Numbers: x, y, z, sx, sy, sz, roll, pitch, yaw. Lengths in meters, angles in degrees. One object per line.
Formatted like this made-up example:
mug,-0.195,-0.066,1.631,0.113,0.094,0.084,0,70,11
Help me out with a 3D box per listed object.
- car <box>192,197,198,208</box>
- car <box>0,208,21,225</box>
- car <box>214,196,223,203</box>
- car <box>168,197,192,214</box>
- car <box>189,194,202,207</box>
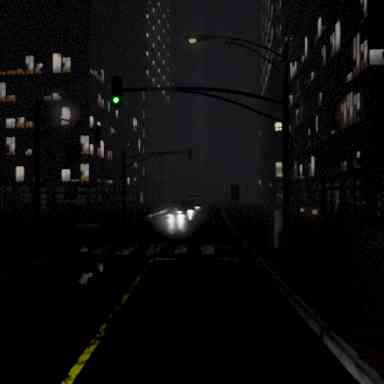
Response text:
car,-0.725,1.793,47.605,1.895,1.301,4.718,0,0,6
car,-16.550,1.990,27.778,4.403,1.369,2.008,-1,0,10
car,6.246,1.744,77.825,1.882,1.535,5.008,0,0,9
car,-1.531,1.653,38.325,2.128,1.511,4.902,0,0,5
car,0.430,1.445,58.111,2.150,2.045,5.566,0,0,7
